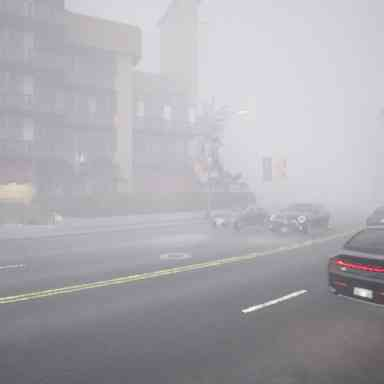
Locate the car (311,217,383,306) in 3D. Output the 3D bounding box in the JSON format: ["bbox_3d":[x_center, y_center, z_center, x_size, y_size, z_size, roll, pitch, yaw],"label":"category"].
[{"bbox_3d":[4.835,1.519,7.495,4.892,1.490,1.837,0,1,-42],"label":"car"}]

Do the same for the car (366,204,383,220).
[{"bbox_3d":[11.954,1.595,20.142,1.994,1.385,4.181,0,0,38],"label":"car"}]

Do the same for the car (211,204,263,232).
[{"bbox_3d":[3.154,1.527,20.686,2.128,1.511,4.902,0,0,42],"label":"car"}]

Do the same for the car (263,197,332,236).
[{"bbox_3d":[6.247,1.382,18.926,2.097,1.767,4.553,0,0,41],"label":"car"}]
